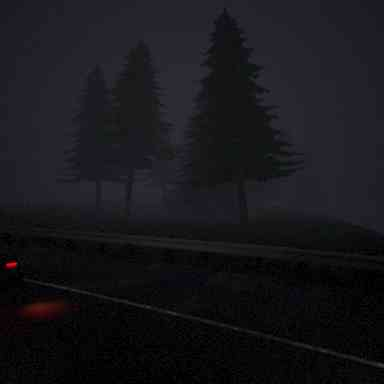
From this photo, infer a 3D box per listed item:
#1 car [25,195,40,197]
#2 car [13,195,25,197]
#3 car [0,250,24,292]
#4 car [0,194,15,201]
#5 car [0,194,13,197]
[{"bbox_3d":[-39.488,1.453,83.949,1.812,1.442,4.674,0,0,-3],"label":"car"},{"bbox_3d":[-42.957,1.469,83.472,2.033,1.411,5.357,0,0,-3],"label":"car"},{"bbox_3d":[-6.128,1.540,7.427,5.357,1.411,2.033,0,0,29],"label":"car"},{"bbox_3d":[-46.442,1.283,83.177,2.097,1.767,4.553,0,0,-3],"label":"car"},{"bbox_3d":[-39.875,1.441,68.444,1.837,1.490,4.892,0,0,8],"label":"car"}]
